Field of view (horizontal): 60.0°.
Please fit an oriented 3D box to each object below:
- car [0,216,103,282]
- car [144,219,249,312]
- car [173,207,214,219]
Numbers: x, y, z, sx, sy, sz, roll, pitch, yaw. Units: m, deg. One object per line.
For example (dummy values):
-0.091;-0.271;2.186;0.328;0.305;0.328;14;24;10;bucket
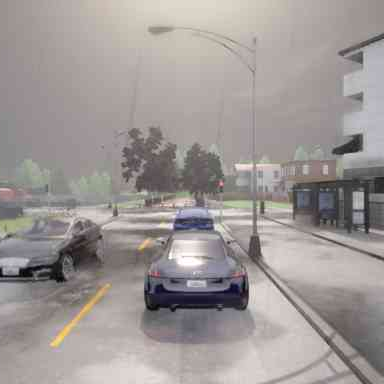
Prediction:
-4.012;1.491;9.814;2.128;1.511;4.902;0;0;0;car
0.089;1.564;7.787;1.994;1.385;4.181;0;0;0;car
0.079;1.478;16.769;1.882;1.535;5.008;0;0;0;car
